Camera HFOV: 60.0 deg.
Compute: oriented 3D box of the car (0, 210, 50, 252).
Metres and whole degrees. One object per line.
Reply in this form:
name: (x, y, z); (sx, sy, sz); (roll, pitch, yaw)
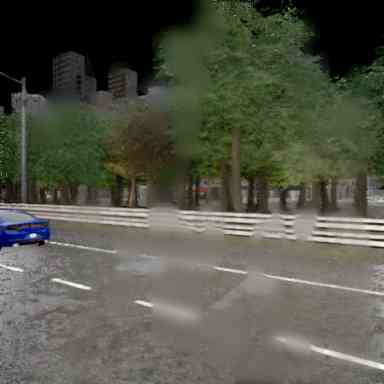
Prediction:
car: (-7.943, 1.494, 13.855); (5.008, 1.535, 1.882); (0, 0, 36)
